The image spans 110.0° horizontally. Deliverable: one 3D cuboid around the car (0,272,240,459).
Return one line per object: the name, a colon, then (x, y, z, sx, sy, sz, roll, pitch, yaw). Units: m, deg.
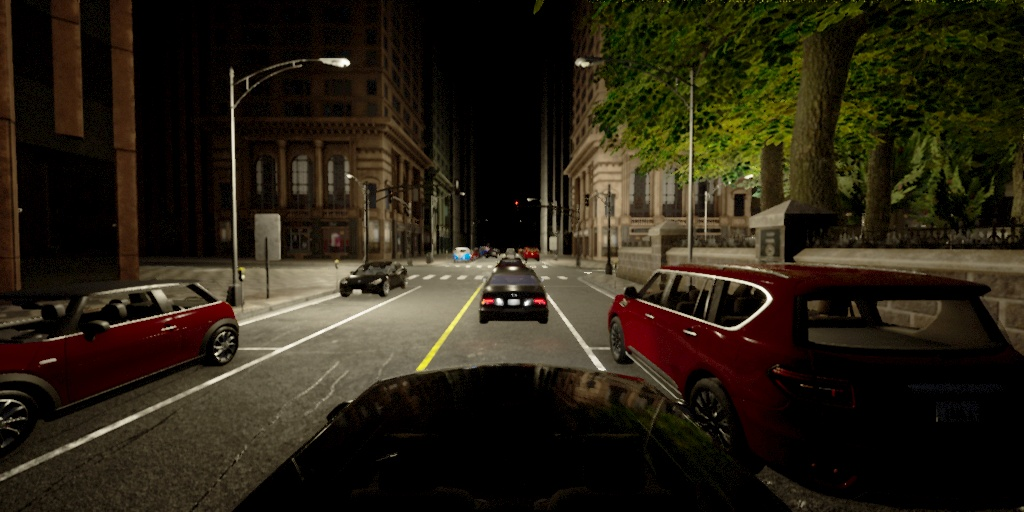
car: (-5.772, 1.106, 4.595, 1.967, 1.591, 4.097, 0, 0, 0)

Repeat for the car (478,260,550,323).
car: (0.041, 1.034, 10.803, 2.033, 1.411, 5.357, 0, 2, 0)

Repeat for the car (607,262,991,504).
car: (2.753, 0.980, 4.638, 2.192, 1.841, 5.009, 0, 0, 0)

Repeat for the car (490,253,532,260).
car: (-0.070, 0.751, 21.108, 1.994, 1.385, 4.181, 0, 2, 0)

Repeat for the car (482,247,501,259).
car: (-3.256, -0.278, 57.018, 2.033, 1.411, 5.357, 0, 2, 0)

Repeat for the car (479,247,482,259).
car: (-5.952, -0.174, 53.161, 1.888, 1.381, 4.507, 0, 0, 0)

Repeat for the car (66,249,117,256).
car: (-31.720, 0.140, 27.356, 4.718, 1.301, 1.895, 1, 2, 0)

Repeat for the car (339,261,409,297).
car: (-5.813, 0.911, 15.638, 1.948, 1.339, 4.313, 0, 0, 0)

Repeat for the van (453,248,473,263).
van: (-5.912, -0.075, 42.284, 1.690, 1.789, 3.998, 0, 0, 0)

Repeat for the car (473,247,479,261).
car: (-5.932, -0.128, 47.723, 1.967, 1.591, 4.097, 0, 0, 0)

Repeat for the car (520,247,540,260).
car: (2.594, -0.253, 47.763, 2.192, 1.841, 5.009, 0, 0, 0)
